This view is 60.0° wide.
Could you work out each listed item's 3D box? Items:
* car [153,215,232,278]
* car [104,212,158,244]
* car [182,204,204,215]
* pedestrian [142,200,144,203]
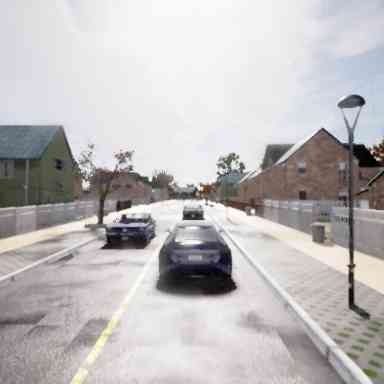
[{"bbox_3d":[0.091,1.617,10.295,1.994,1.385,4.181,0,0,0],"label":"car"},{"bbox_3d":[-2.850,1.687,16.349,1.895,1.301,4.718,0,0,0],"label":"car"},{"bbox_3d":[0.099,1.776,31.010,1.895,1.301,4.718,0,0,0],"label":"car"},{"bbox_3d":[-9.909,2.104,66.825,0.500,1.100,0.500,0,-2,5],"label":"pedestrian"}]
